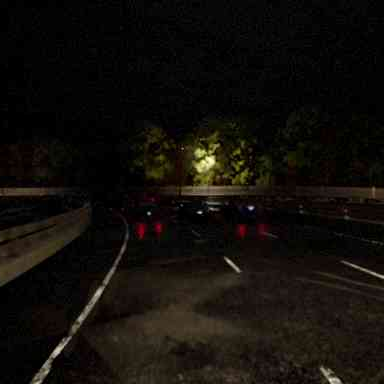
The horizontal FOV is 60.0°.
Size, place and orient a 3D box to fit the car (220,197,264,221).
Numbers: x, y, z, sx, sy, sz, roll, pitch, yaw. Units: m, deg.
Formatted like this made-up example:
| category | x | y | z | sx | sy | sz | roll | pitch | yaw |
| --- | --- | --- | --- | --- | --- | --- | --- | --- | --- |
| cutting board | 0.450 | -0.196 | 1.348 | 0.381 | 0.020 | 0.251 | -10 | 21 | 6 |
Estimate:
| category | x | y | z | sx | sy | sz | roll | pitch | yaw |
| --- | --- | --- | --- | --- | --- | --- | --- | --- | --- |
| car | 3.733 | 1.193 | 25.703 | 2.097 | 1.767 | 4.553 | 0 | 0 | -13 |

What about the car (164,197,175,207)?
| category | x | y | z | sx | sy | sz | roll | pitch | yaw |
| --- | --- | --- | --- | --- | --- | --- | --- | --- | --- |
| car | -3.312 | 1.328 | 46.129 | 1.994 | 1.385 | 4.181 | 0 | 0 | -24 |

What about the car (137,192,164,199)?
| category | x | y | z | sx | sy | sz | roll | pitch | yaw |
| --- | --- | --- | --- | --- | --- | --- | --- | --- | --- |
| car | -5.839 | 1.014 | 43.302 | 2.150 | 2.045 | 5.566 | 0 | 0 | -23 |

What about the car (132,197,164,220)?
| category | x | y | z | sx | sy | sz | roll | pitch | yaw |
| --- | --- | --- | --- | --- | --- | --- | --- | --- | --- |
| car | -3.790 | 1.396 | 27.024 | 1.812 | 1.442 | 4.674 | 0 | 0 | -15 |

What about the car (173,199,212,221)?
| category | x | y | z | sx | sy | sz | roll | pitch | yaw |
| --- | --- | --- | --- | --- | --- | --- | --- | --- | --- |
| car | 0.124 | 1.423 | 25.795 | 1.994 | 1.385 | 4.181 | 0 | 0 | -13 |

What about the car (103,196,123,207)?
| category | x | y | z | sx | sy | sz | roll | pitch | yaw |
| --- | --- | --- | --- | --- | --- | --- | --- | --- | --- |
| car | -10.939 | 1.279 | 45.948 | 1.882 | 1.535 | 5.008 | 0 | 0 | -26 |
